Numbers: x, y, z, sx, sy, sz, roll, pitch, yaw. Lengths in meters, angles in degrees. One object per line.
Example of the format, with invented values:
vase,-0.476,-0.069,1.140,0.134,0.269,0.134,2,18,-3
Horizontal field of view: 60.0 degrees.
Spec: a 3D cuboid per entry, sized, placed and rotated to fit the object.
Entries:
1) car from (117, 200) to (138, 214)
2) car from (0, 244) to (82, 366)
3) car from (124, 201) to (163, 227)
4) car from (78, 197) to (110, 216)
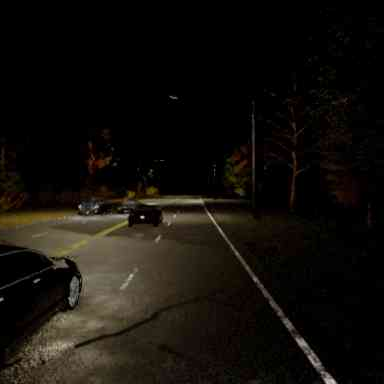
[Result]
car,-6.447,1.541,35.071,2.033,1.411,5.357,0,0,1
car,-3.150,1.521,4.873,1.837,1.490,4.892,0,0,0
car,-3.131,1.559,23.028,1.994,1.385,4.181,0,0,0
car,-9.732,1.368,33.195,2.097,1.767,4.553,0,0,1
